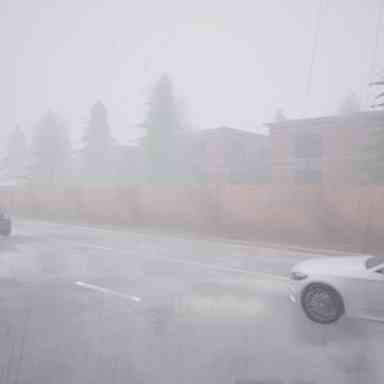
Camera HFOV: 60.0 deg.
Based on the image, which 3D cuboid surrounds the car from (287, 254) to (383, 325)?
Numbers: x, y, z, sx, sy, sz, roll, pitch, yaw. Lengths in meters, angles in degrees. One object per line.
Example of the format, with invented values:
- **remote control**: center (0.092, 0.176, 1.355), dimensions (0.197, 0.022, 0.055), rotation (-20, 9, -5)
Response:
- **car**: center (3.972, 1.548, 5.448), dimensions (4.674, 1.442, 1.812), rotation (1, 0, 36)

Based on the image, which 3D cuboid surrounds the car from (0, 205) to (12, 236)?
- **car**: center (-10.691, 1.159, 16.002), dimensions (4.553, 1.767, 2.097), rotation (1, 0, 36)
